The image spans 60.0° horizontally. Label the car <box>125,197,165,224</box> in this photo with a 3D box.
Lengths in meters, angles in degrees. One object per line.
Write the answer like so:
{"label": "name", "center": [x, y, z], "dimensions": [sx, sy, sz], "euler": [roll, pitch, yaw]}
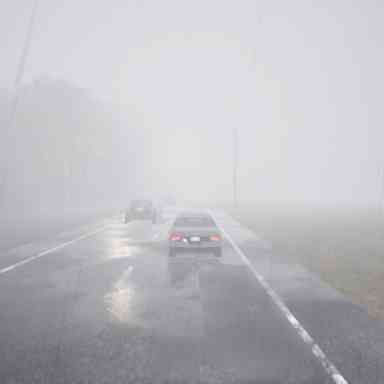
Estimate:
{"label": "car", "center": [-3.406, 1.231, 23.955], "dimensions": [2.097, 1.767, 4.553], "euler": [0, 0, 0]}

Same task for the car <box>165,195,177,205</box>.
{"label": "car", "center": [-3.416, 1.239, 50.588], "dimensions": [1.837, 1.490, 4.892], "euler": [0, 0, 0]}

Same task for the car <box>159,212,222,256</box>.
{"label": "car", "center": [0.097, 1.486, 12.754], "dimensions": [2.033, 1.411, 5.357], "euler": [0, 0, 0]}
